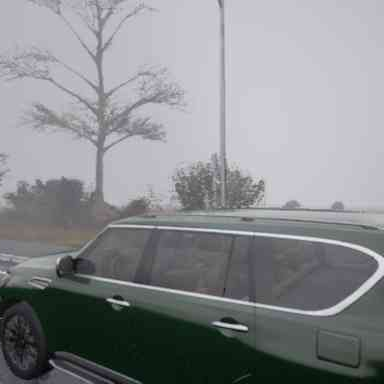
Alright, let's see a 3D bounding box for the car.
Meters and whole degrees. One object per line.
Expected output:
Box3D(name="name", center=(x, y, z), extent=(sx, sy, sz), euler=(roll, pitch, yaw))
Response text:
Box3D(name="car", center=(-0.006, 1.210, 3.841), extent=(5.566, 2.045, 2.150), euler=(0, 0, 34))
